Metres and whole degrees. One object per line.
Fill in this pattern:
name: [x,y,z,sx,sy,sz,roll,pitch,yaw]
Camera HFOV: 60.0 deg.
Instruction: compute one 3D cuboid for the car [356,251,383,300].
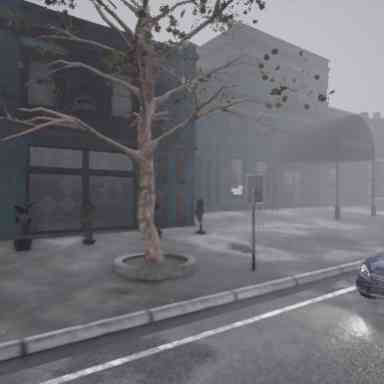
car: [5.513,1.531,7.312,4.674,1.442,1.812,0,0,-36]
